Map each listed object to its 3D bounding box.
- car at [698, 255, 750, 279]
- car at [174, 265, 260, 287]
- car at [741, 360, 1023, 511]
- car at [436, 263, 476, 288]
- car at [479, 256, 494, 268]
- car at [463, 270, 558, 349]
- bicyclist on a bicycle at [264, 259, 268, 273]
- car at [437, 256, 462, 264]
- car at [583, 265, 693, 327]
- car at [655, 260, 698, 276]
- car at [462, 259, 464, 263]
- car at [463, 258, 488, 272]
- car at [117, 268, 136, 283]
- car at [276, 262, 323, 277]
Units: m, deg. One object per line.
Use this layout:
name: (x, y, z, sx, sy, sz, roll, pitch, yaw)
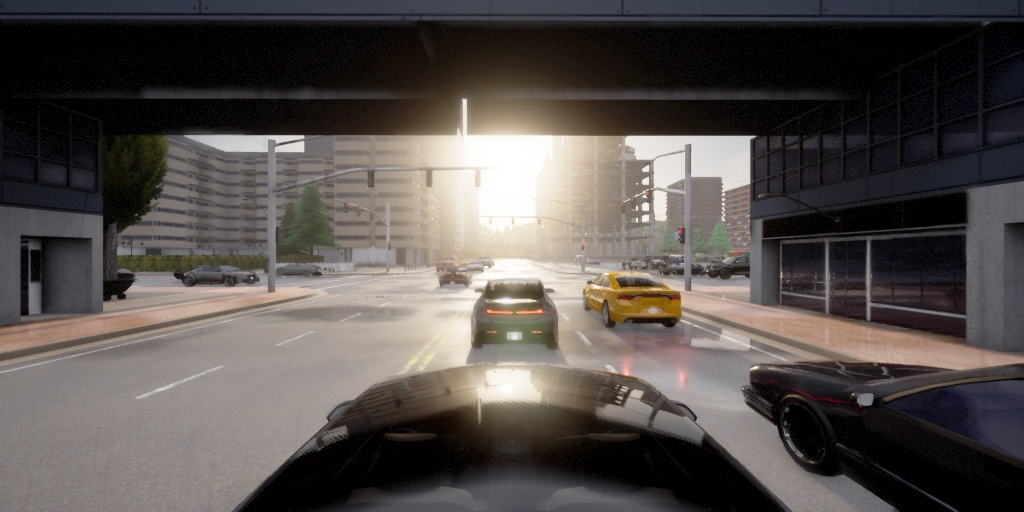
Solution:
car: (19.895, 0.971, 31.400, 5.566, 2.045, 2.150, 0, 0, 1)
car: (-19.383, 1.314, 23.971, 4.181, 1.385, 1.994, 0, 0, 0)
car: (3.600, 1.297, 1.706, 2.033, 1.411, 5.357, 0, 0, 0)
car: (-3.739, 1.351, 24.375, 1.895, 1.301, 4.718, 0, 0, -2)
car: (-4.568, 0.970, 59.165, 2.150, 2.045, 5.566, 0, 0, 0)
car: (0.064, 1.255, 9.162, 1.837, 1.490, 4.892, 0, 0, 0)
bicyclist on a bicycle: (-26.006, 1.051, 38.419, 0.582, 1.620, 1.656, 0, 0, 0)
car: (-7.983, 0.972, 44.868, 2.150, 2.045, 5.566, 0, 0, 0)
car: (3.575, 1.228, 11.533, 1.882, 1.535, 5.008, 0, 0, 0)
car: (16.882, 1.351, 34.938, 4.718, 1.301, 1.895, 0, 0, 0)
car: (-8.071, 1.227, 64.412, 1.882, 1.535, 5.008, 0, 0, 0)
car: (-4.355, 1.297, 43.328, 2.033, 1.411, 5.357, 0, 0, -3)
car: (-28.097, 1.102, 23.929, 4.553, 1.767, 2.097, 0, 0, 0)
car: (-20.670, 1.314, 34.608, 4.181, 1.385, 1.994, 0, 0, 0)
